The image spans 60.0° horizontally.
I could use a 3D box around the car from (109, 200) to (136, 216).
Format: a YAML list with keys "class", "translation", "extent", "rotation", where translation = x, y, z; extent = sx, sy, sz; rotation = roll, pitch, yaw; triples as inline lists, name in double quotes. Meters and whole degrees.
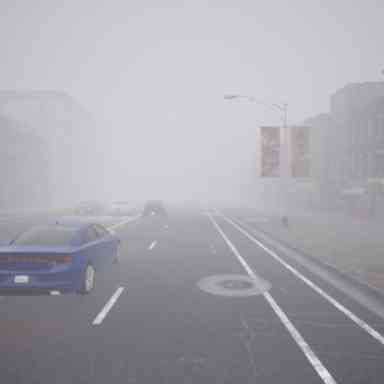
- class: "car"
  translation: [-6.568, 1.453, 31.614]
  extent: [1.812, 1.442, 4.674]
  rotation: [0, 0, 0]

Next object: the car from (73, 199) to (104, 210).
- class: "car"
  translation: [-9.815, 1.455, 31.876]
  extent: [1.812, 1.442, 4.674]
  rotation: [0, 0, 0]

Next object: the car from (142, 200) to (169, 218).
- class: "car"
  translation: [-3.183, 1.436, 29.204]
  extent: [1.837, 1.490, 4.892]
  rotation: [0, 0, 0]

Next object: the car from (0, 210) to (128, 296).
- class: "car"
  translation: [-3.160, 1.455, 8.636]
  extent: [1.882, 1.535, 5.008]
  rotation: [0, 0, 0]
